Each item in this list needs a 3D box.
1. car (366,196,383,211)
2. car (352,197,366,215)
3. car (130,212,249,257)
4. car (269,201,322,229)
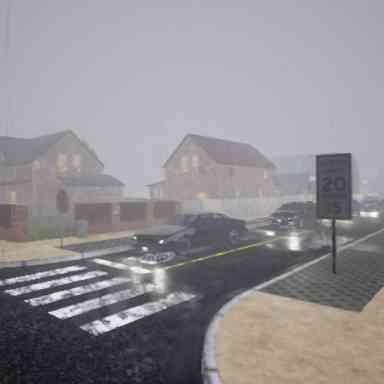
[{"bbox_3d":[19.495,1.176,35.929,2.128,1.511,4.902,0,0,40],"label":"car"},{"bbox_3d":[12.735,1.252,27.983,1.882,1.535,5.008,0,0,40],"label":"car"},{"bbox_3d":[0.174,1.503,13.216,2.033,1.411,5.357,0,0,42],"label":"car"},{"bbox_3d":[6.496,1.367,20.623,1.837,1.490,4.892,0,0,40],"label":"car"}]
